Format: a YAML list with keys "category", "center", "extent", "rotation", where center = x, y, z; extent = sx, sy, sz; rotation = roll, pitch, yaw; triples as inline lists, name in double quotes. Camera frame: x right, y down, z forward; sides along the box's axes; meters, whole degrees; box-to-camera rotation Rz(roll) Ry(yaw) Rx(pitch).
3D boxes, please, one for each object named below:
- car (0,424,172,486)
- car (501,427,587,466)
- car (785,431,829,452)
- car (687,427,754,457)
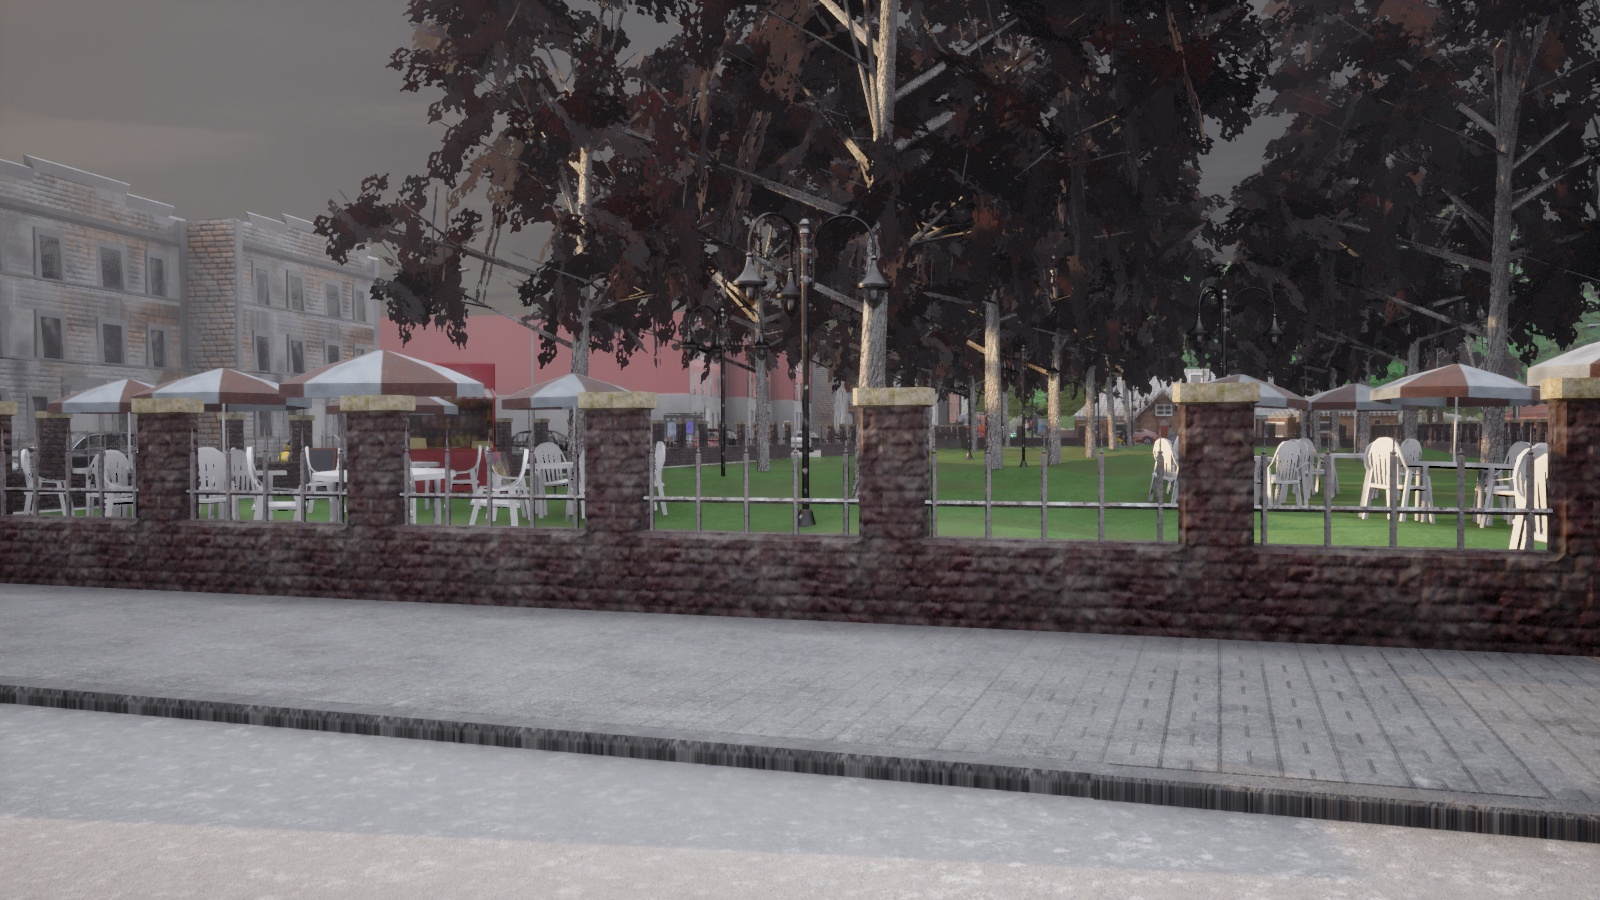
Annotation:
- category: "car"
  center: [-20.779, 0.100, 36.110]
  extent: [2.033, 1.649, 4.856]
  rotation: [1, 1, 18]
- category: "car"
  center: [-10.824, -0.172, 53.388]
  extent: [1.851, 1.617, 3.988]
  rotation: [1, 1, 18]
- category: "car"
  center: [0.499, -0.605, 87.355]
  extent: [1.970, 1.475, 3.806]
  rotation: [1, 1, 19]
- category: "car"
  center: [-4.545, -0.503, 72.242]
  extent: [2.242, 1.667, 4.611]
  rotation: [1, 1, 19]
